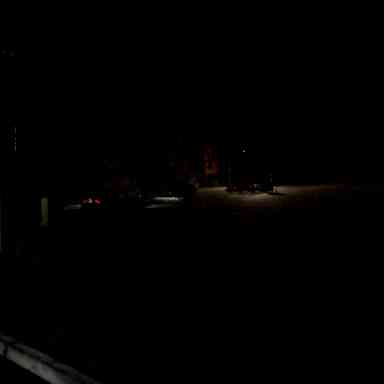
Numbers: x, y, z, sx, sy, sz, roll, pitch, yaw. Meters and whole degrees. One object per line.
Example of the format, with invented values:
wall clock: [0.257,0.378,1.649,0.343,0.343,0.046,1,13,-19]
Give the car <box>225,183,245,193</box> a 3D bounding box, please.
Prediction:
car: [6.581,-0.623,47.191,2.033,1.411,5.357,0,2,32]

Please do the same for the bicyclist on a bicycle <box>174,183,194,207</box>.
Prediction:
bicyclist on a bicycle: [-0.571,0.226,22.176,1.656,1.620,0.582,-1,2,34]

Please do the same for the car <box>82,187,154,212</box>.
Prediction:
car: [-5.006,0.559,23.168,2.033,1.411,5.357,0,3,35]

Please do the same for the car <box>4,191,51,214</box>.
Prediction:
car: [-12.474,0.712,24.090,1.812,1.442,4.674,0,3,34]

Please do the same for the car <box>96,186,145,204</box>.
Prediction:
car: [-6.828,0.250,32.440,1.812,1.442,4.674,0,3,34]

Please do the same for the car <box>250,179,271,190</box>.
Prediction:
car: [11.430,-1.242,55.417,2.097,1.767,4.553,0,2,30]

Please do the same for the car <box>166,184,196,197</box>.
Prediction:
car: [-1.275,-0.235,40.987,1.837,1.490,4.892,0,3,32]

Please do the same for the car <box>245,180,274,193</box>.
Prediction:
car: [9.669,-0.657,46.012,2.033,1.411,5.357,0,2,32]
